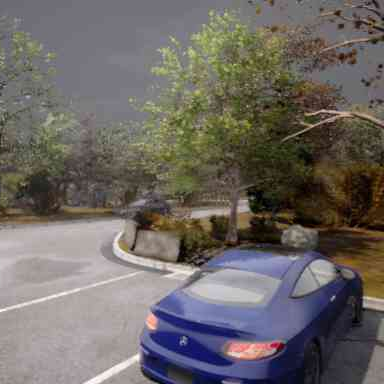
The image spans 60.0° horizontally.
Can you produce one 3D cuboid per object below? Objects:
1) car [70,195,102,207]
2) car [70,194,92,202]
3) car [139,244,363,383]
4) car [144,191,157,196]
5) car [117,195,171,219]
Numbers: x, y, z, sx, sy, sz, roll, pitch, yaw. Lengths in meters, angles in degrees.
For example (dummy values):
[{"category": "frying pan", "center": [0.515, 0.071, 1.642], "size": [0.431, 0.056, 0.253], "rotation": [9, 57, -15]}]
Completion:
[{"category": "car", "center": [-15.433, 1.415, 48.573], "size": [1.837, 1.490, 4.892], "rotation": [-3, -1, 36]}, {"category": "car", "center": [-25.972, 1.492, 77.868], "size": [4.553, 1.767, 2.097], "rotation": [-2, -1, 27]}, {"category": "car", "center": [1.230, 1.510, 4.935], "size": [2.002, 1.452, 4.674], "rotation": [0, 0, 36]}, {"category": "car", "center": [-7.484, 0.847, 59.566], "size": [2.150, 2.045, 5.566], "rotation": [-2, 1, -3]}, {"category": "car", "center": [-3.578, 1.244, 25.403], "size": [1.837, 1.490, 4.892], "rotation": [-3, -1, 35]}]
